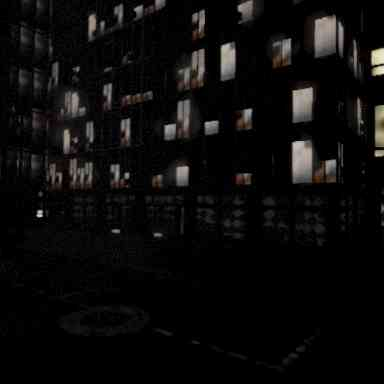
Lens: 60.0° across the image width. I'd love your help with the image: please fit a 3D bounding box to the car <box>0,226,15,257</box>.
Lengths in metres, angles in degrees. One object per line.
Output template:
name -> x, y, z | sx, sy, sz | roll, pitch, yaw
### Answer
car -> -8.963, 1.951, 13.772 | 4.403, 1.369, 2.008 | -1, -2, 37
